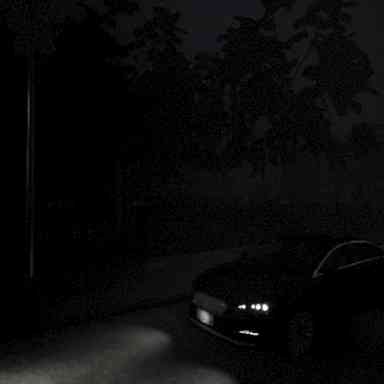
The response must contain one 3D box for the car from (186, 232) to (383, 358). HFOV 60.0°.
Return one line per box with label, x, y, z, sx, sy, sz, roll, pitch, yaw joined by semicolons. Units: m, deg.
car;2.175;1.546;6.179;4.902;1.511;2.128;1;-1;-36
